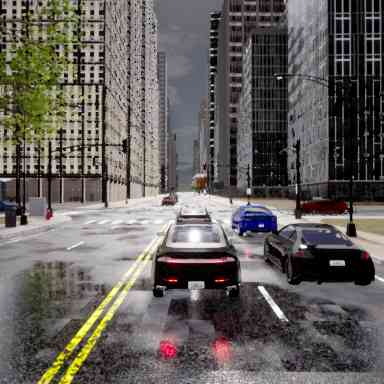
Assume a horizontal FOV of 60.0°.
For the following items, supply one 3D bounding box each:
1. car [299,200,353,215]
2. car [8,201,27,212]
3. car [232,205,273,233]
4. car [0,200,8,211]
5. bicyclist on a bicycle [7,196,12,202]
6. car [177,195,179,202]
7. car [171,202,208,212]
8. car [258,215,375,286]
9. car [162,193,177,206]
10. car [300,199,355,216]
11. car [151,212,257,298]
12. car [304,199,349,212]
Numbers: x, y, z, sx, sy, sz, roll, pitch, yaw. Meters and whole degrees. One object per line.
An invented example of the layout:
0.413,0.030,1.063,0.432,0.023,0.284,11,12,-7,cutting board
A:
13.424,1.519,33.405,4.674,1.442,1.812,0,-1,2,car
-20.266,1.497,34.896,5.357,1.411,2.033,0,-1,4,car
3.330,1.479,18.469,1.882,1.535,5.008,0,0,0,car
-21.145,1.123,31.639,5.566,2.045,2.150,0,-1,2,car
-25.207,1.398,45.869,0.582,1.620,1.656,0,-1,2,bicyclist on a bicycle
-4.087,1.519,64.570,2.033,1.411,5.357,0,0,-1,car
0.080,1.493,17.949,2.128,1.511,4.902,0,0,0,car
3.325,1.565,9.475,1.994,1.385,4.181,0,0,2,car
-3.945,1.458,54.751,1.882,1.535,5.008,0,0,-1,car
12.243,1.470,30.188,4.674,1.442,1.812,0,-1,2,car
0.090,1.493,8.532,2.128,1.511,4.902,0,0,0,car
16.133,1.619,40.022,4.674,1.442,1.812,0,-1,1,car
